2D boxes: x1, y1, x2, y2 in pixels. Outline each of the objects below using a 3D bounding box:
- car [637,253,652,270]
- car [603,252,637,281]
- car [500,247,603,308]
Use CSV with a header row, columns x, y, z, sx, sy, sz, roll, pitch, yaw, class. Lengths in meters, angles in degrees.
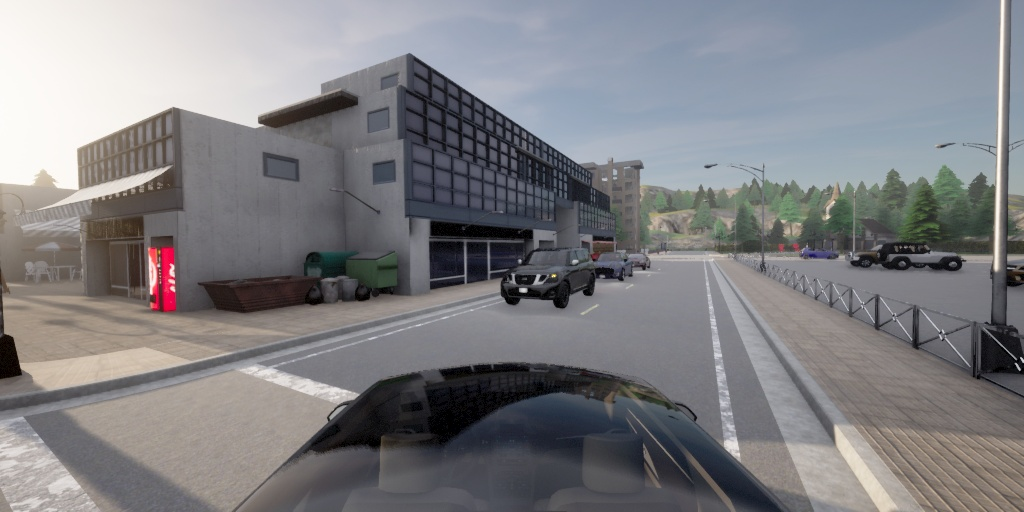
x,y,z,sx,sy,sz,roll,pitch,yaw,class
11.066,0.431,31.708,1.812,1.442,4.674,0,2,28,car
6.265,0.539,22.672,2.097,1.767,4.553,0,2,28,car
1.654,0.679,13.983,2.150,2.045,5.566,0,1,28,car
